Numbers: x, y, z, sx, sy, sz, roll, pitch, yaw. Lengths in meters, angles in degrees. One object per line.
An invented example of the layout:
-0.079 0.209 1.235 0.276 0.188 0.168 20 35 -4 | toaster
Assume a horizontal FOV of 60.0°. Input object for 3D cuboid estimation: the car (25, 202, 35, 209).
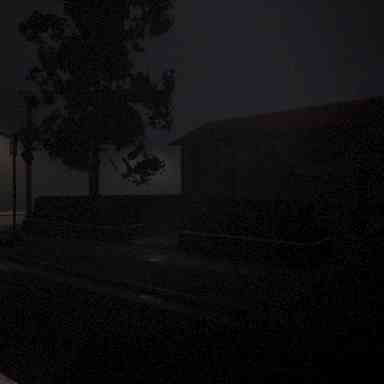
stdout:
-19.444 1.524 43.811 1.812 1.442 4.674 0 0 36 | car
